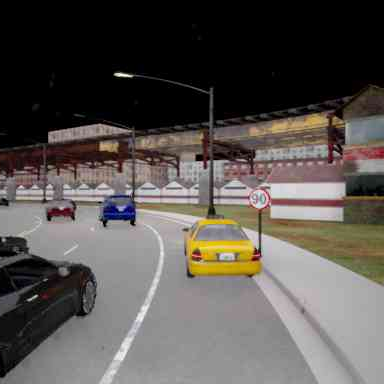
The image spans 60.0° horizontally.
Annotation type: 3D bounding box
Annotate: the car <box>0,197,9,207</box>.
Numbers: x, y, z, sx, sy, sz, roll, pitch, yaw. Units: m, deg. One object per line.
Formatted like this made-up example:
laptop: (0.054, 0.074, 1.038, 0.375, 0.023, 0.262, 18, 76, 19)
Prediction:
car: (-29.765, 1.526, 50.561, 4.892, 1.490, 1.837, 0, 0, 33)

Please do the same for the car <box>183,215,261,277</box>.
car: (0.694, 1.458, 10.167, 1.801, 1.575, 5.366, 0, 0, -2)

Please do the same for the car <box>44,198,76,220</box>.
car: (-11.313, 1.361, 28.196, 2.097, 1.767, 4.553, 0, 0, -27)

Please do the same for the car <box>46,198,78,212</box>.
car: (-15.505, 1.517, 39.604, 1.837, 1.490, 4.892, 1, -1, -43)

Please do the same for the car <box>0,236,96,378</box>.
car: (-2.877, 1.528, 4.573, 1.812, 1.442, 4.674, 0, 0, 4)

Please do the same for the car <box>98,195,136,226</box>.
car: (-5.396, 1.227, 23.675, 2.150, 2.045, 5.566, 0, 0, -19)
